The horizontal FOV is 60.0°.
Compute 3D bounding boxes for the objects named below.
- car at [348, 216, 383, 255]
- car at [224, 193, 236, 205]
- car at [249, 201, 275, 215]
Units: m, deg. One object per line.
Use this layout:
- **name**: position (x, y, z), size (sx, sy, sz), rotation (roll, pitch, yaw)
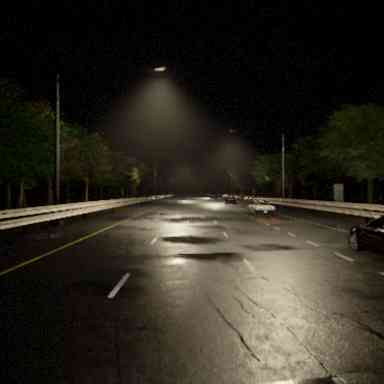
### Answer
- **car**: position (7.002, 1.507, 11.051), size (1.837, 1.490, 4.892), rotation (0, 0, 0)
- **car**: position (7.010, 1.512, 61.262), size (2.128, 1.511, 4.902), rotation (0, 0, 0)
- **car**: position (7.004, 1.607, 33.874), size (1.895, 1.301, 4.718), rotation (0, 0, 0)
